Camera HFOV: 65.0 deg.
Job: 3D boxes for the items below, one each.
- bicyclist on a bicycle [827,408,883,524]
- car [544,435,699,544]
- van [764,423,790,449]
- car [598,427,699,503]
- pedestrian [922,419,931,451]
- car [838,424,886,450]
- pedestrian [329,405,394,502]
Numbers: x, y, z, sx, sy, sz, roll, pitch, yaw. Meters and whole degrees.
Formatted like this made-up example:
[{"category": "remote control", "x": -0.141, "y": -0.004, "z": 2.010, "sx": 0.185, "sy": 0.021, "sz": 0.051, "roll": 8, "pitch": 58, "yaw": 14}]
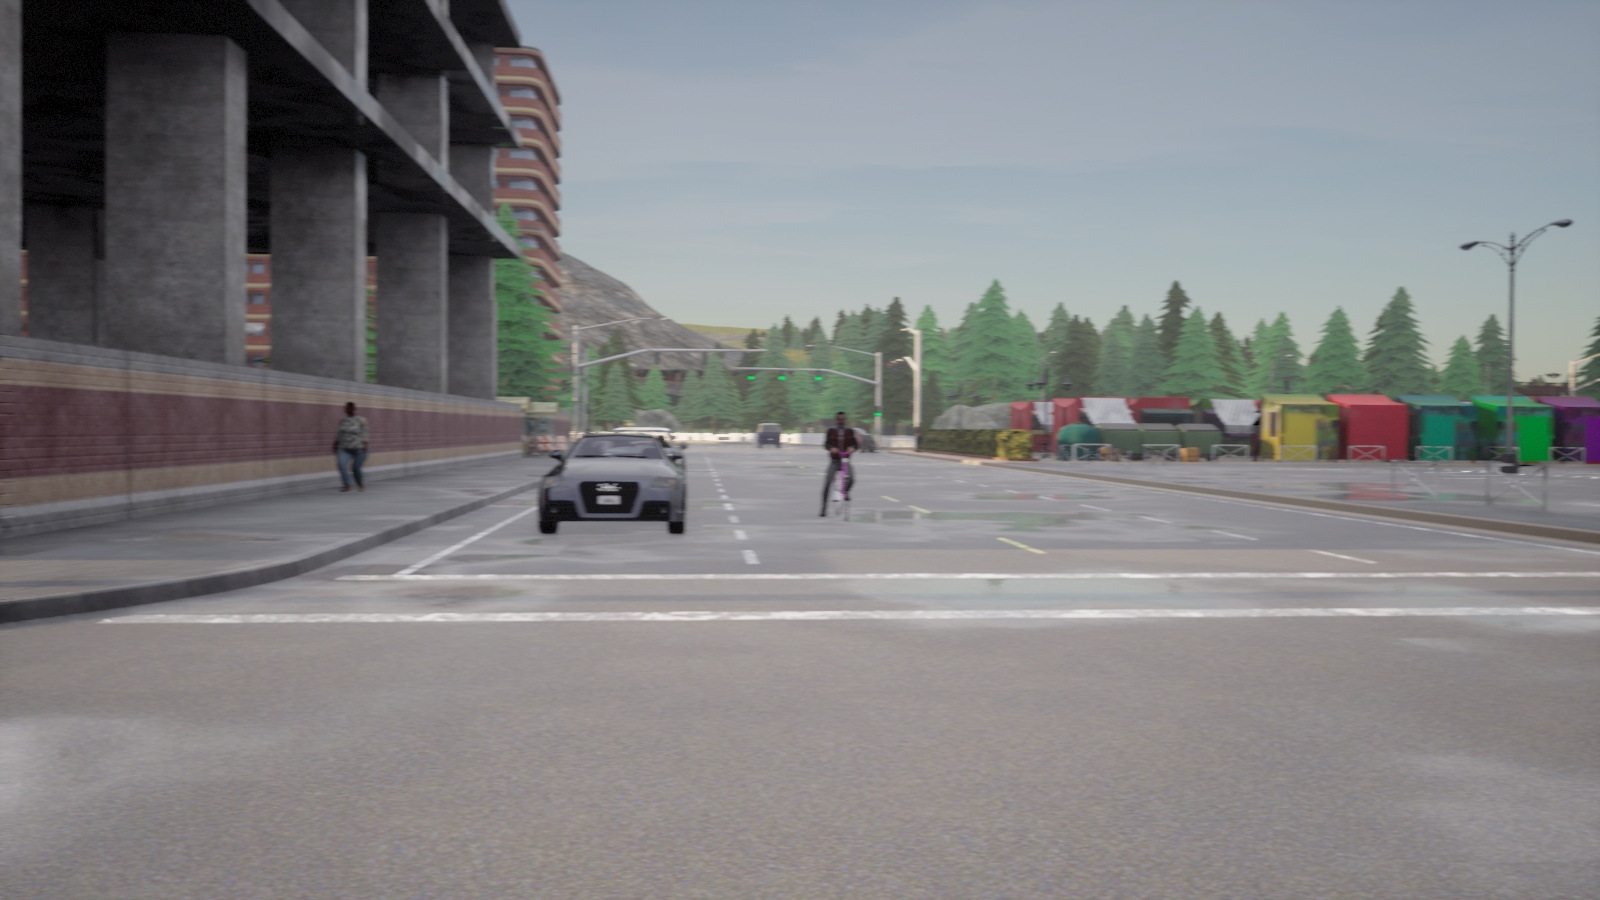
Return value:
[{"category": "bicyclist on a bicycle", "x": 0.872, "y": 0.239, "z": 20.317, "sx": 0.659, "sy": 1.776, "sz": 1.843, "roll": -1, "pitch": 1, "yaw": -5}, {"category": "car", "x": -2.499, "y": 0.496, "z": 18.547, "sx": 1.994, "sy": 1.385, "sz": 4.181, "roll": -1, "pitch": 1, "yaw": -4}, {"category": "van", "x": -1.840, "y": -1.089, "z": 99.112, "sx": 1.775, "sy": 1.987, "sz": 4.442, "roll": -1, "pitch": 1, "yaw": -5}, {"category": "car", "x": -3.139, "y": 0.273, "z": 26.665, "sx": 1.970, "sy": 1.475, "sz": 3.806, "roll": -1, "pitch": 1, "yaw": -4}, {"category": "pedestrian", "x": 7.261, "y": -0.877, "z": 72.221, "sx": 0.331, "sy": 1.846, "sz": 0.634, "roll": -1, "pitch": 1, "yaw": -8}, {"category": "car", "x": 4.107, "y": -0.867, "z": 82.434, "sx": 2.152, "sy": 1.651, "sz": 5.027, "roll": -1, "pitch": 0, "yaw": 15}, {"category": "pedestrian", "x": -8.532, "y": 0.061, "z": 24.471, "sx": 0.874, "sy": 1.855, "sz": 0.900, "roll": 0, "pitch": 1, "yaw": 7}]
